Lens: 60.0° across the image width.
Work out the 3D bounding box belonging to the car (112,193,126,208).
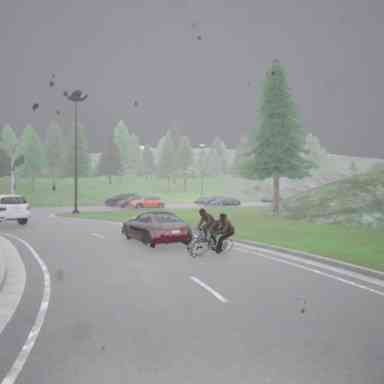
[{"bbox_3d":[-7.971,1.347,45.473,4.553,1.767,2.097,0,0,-33],"label":"car"}]

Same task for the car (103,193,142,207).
[{"bbox_3d":[-10.809,1.215,51.978,5.566,2.045,2.150,0,0,-33],"label":"car"}]

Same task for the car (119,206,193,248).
[{"bbox_3d":[-1.661,1.562,15.069,1.994,1.385,4.181,0,0,-30],"label":"car"}]

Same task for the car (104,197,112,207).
[{"bbox_3d":[-9.833,1.595,48.439,4.718,1.301,1.895,0,0,-33],"label":"car"}]

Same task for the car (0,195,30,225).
[{"bbox_3d":[-13.330,1.219,22.804,5.566,2.045,2.150,0,0,36],"label":"car"}]

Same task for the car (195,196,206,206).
[{"bbox_3d":[3.424,1.347,53.008,4.553,1.767,2.097,0,0,-33],"label":"car"}]

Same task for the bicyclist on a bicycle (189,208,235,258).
[{"bbox_3d":[0.838,1.387,10.641,1.656,1.620,0.582,6,28,-33],"label":"bicyclist on a bicycle"}]

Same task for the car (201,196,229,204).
[{"bbox_3d":[4.218,1.485,61.887,4.902,1.511,2.128,0,0,-33],"label":"car"}]

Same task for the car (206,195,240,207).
[{"bbox_3d":[5.058,1.484,49.897,4.902,1.511,2.128,0,0,-33],"label":"car"}]

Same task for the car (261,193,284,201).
[{"bbox_3d":[17.028,1.063,70.303,4.553,1.767,2.097,0,0,-34],"label":"car"}]

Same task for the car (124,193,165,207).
[{"bbox_3d":[-5.867,1.347,42.669,4.553,1.767,2.097,0,0,-33],"label":"car"}]

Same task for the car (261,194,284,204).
[{"bbox_3d":[15.695,1.593,65.251,4.718,1.301,1.895,0,0,-33],"label":"car"}]

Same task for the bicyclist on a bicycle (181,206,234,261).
[{"bbox_3d":[0.538,1.365,11.418,1.656,1.620,0.582,-5,1,-33],"label":"bicyclist on a bicycle"}]
